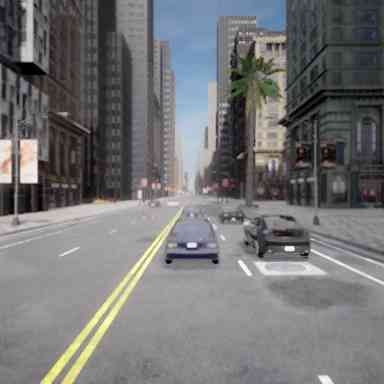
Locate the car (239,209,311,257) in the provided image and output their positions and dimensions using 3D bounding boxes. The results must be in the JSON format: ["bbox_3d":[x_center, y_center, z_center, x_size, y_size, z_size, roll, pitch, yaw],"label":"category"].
[{"bbox_3d":[3.270,1.638,13.502,1.837,1.490,4.892,0,0,0],"label":"car"}]

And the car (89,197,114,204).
[{"bbox_3d":[-23.825,2.626,87.721,4.829,1.417,1.752,-1,1,0],"label":"car"}]

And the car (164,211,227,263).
[{"bbox_3d":[0.010,1.669,12.512,2.033,1.411,5.357,0,-1,0],"label":"car"}]

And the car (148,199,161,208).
[{"bbox_3d":[-6.551,2.026,58.107,2.128,1.511,4.902,0,0,0],"label":"car"}]

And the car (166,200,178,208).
[{"bbox_3d":[-3.300,2.061,58.186,1.812,1.442,4.674,0,0,0],"label":"car"}]

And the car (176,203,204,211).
[{"bbox_3d":[0.012,1.811,27.538,2.033,1.411,5.357,0,-1,0],"label":"car"}]

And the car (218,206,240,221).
[{"bbox_3d":[3.270,1.871,28.244,1.895,1.301,4.718,0,-1,0],"label":"car"}]
